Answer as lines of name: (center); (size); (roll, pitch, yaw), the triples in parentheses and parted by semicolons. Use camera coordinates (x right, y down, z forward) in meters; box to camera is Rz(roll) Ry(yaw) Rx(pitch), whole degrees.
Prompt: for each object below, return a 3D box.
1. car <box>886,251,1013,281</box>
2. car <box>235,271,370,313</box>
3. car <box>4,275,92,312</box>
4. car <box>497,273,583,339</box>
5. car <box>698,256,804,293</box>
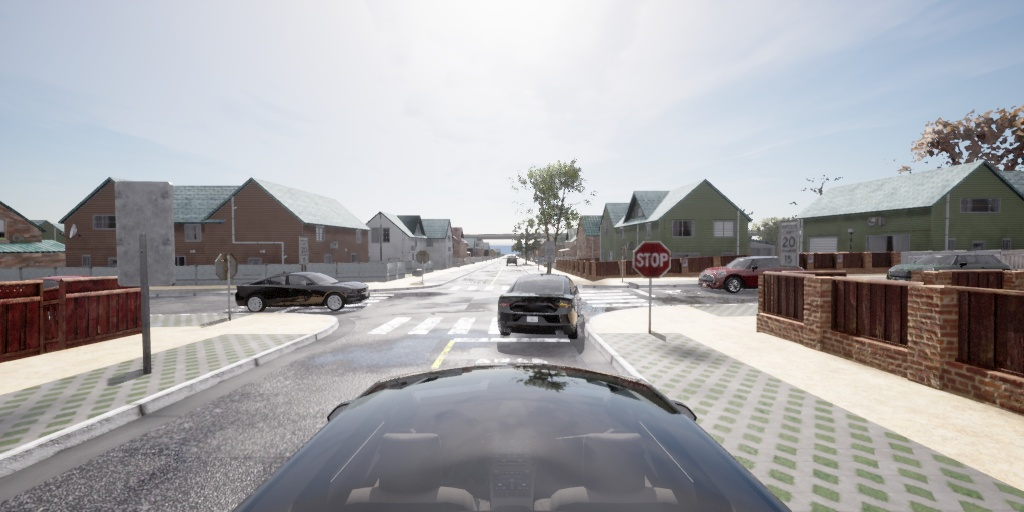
car: (21.696, 0.646, 17.895); (4.553, 1.767, 2.097); (-1, 2, 0)
car: (-8.473, 1.376, 14.730); (5.008, 1.535, 1.882); (-1, 2, 0)
car: (-18.026, 1.546, 14.664); (5.008, 1.535, 1.882); (-1, 2, 0)
car: (0.955, 1.224, 10.207); (1.882, 1.535, 5.008); (0, 0, 12)
car: (11.801, 0.820, 17.820); (4.553, 1.767, 2.097); (-1, 2, 0)
